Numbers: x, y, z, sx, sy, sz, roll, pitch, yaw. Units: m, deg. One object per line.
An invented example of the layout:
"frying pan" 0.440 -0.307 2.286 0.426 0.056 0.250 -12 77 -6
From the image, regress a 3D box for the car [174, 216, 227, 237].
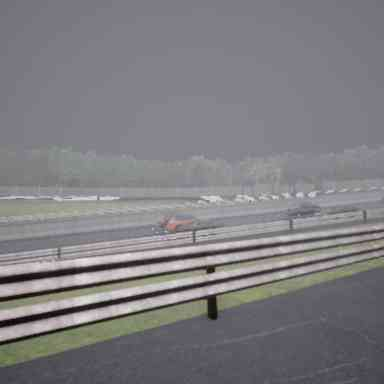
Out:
"car" 1.226 3.456 32.793 4.902 1.511 2.128 -4 2 -25

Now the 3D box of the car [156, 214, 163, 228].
"car" -1.821 3.241 39.094 4.553 1.767 2.097 -4 2 -25

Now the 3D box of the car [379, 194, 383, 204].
"car" 34.324 1.070 56.306 4.902 1.511 2.128 -4 2 -25

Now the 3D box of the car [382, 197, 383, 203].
"car" 32.222 1.278 51.428 5.008 1.535 1.882 -4 2 -25

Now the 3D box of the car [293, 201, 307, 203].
"car" 16.258 2.073 47.703 4.553 1.767 2.097 -4 2 -25

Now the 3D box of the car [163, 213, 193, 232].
"car" -0.316 3.264 35.935 4.553 1.767 2.097 -4 2 -25

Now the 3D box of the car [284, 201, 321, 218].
"car" 14.193 2.473 42.844 4.892 1.490 1.837 -4 2 -25

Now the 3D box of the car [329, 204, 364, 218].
"car" 19.306 2.288 41.402 4.902 1.511 2.128 -4 2 -25
